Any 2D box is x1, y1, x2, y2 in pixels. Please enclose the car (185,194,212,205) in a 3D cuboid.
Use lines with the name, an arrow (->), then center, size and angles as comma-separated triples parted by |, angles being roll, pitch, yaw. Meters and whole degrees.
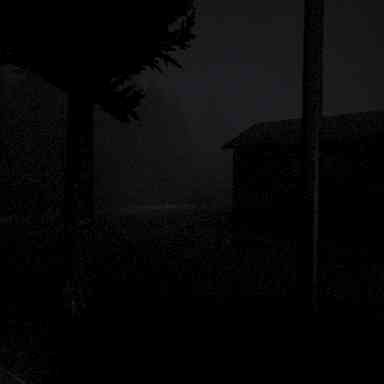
car -> 0.936, 1.017, 45.940 | 2.128, 1.511, 4.902 | 1, 1, 36
